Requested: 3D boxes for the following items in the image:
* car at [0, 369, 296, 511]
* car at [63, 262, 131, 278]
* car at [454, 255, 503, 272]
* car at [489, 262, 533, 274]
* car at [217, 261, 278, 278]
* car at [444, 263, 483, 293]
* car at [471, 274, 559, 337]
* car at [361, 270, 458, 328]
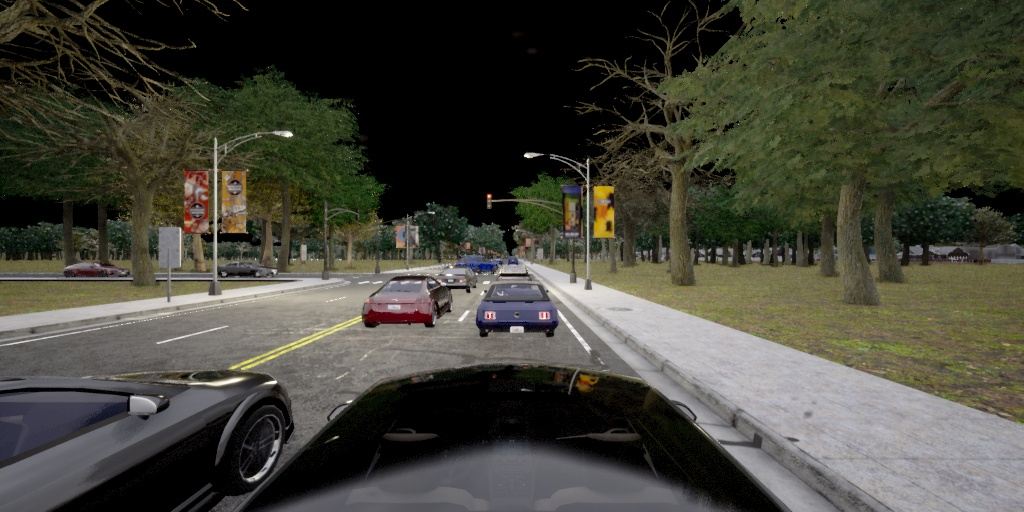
[{"bbox_3d":[-3.152,1.314,1.862,1.994,1.385,4.181,0,0,0],"label":"car"},{"bbox_3d":[-36.567,1.242,31.602,4.674,1.442,1.812,0,0,0],"label":"car"},{"bbox_3d":[-3.609,0.980,37.431,2.150,2.045,5.566,2,1,30],"label":"car"},{"bbox_3d":[0.129,1.244,19.444,2.128,1.511,4.902,0,0,1],"label":"car"},{"bbox_3d":[-23.300,1.223,31.552,4.902,1.511,2.128,0,0,0],"label":"car"},{"bbox_3d":[-3.098,1.300,20.667,2.033,1.411,5.357,0,0,0],"label":"car"},{"bbox_3d":[0.123,1.351,10.190,1.895,1.301,4.718,0,0,0],"label":"car"},{"bbox_3d":[-3.117,1.315,11.426,1.994,1.385,4.181,0,0,-1],"label":"car"}]
